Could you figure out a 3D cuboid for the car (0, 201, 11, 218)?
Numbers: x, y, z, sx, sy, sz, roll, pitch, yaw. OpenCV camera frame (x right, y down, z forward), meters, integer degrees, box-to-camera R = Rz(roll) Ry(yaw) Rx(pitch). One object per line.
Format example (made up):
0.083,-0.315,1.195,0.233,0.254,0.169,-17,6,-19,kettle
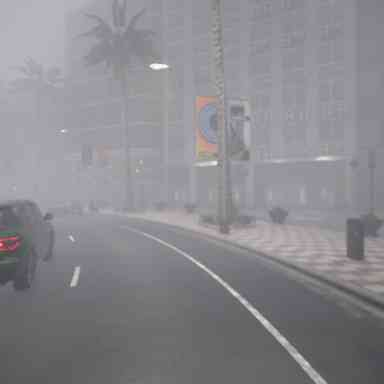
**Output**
-17.878,1.524,29.414,4.718,1.301,1.895,0,0,43,car

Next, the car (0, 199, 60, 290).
-5.125,1.197,8.873,2.150,2.045,5.566,0,0,-15,car

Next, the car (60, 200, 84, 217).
-11.173,1.412,29.402,1.812,1.442,4.674,-1,0,-42,car
